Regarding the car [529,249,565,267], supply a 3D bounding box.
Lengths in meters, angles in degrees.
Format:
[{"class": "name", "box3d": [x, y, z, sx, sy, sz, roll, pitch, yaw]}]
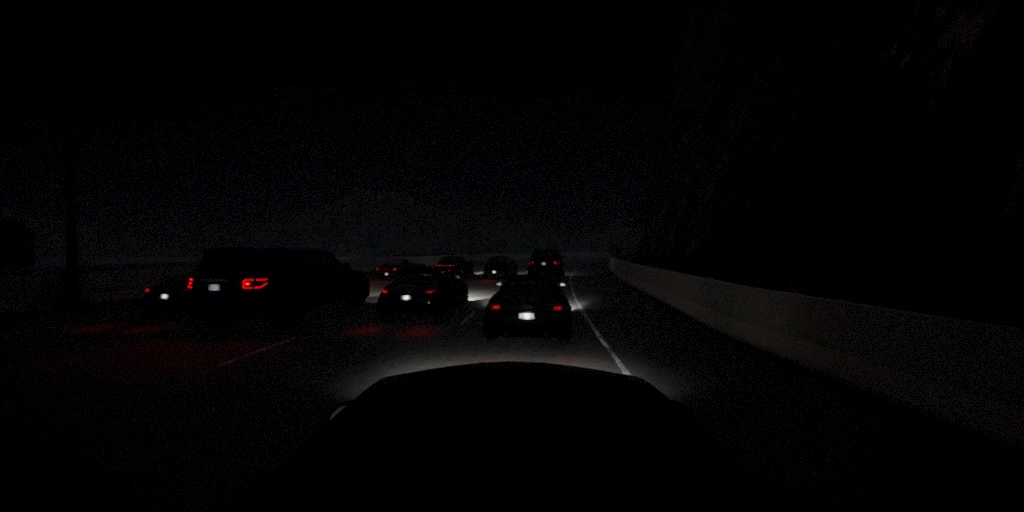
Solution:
[{"class": "car", "box3d": [2.486, 0.526, 25.252, 2.150, 2.045, 5.566, 0, 1, 10]}]

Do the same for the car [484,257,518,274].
[{"class": "car", "box3d": [-0.774, 0.779, 26.788, 1.837, 1.490, 4.892, 0, 2, 11]}]

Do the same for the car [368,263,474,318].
[{"class": "car", "box3d": [-2.784, 1.113, 12.083, 1.994, 1.385, 4.181, 0, 1, 6]}]

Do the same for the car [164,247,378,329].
[{"class": "car", "box3d": [-6.449, 0.790, 10.742, 2.150, 2.045, 5.566, 0, 0, 5]}]

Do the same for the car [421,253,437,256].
[{"class": "car", "box3d": [-12.927, 0.140, 62.211, 2.033, 1.411, 5.357, 0, 1, 20]}]

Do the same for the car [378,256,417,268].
[{"class": "car", "box3d": [-8.008, 0.881, 26.195, 1.895, 1.301, 4.718, 0, 1, 10]}]

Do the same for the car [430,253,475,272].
[{"class": "car", "box3d": [-4.253, 0.769, 27.226, 1.837, 1.490, 4.892, 0, 2, 11]}]

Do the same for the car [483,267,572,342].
[{"class": "car", "box3d": [0.473, 1.168, 9.404, 1.994, 1.385, 4.181, 0, 1, 5]}]

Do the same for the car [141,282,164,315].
[{"class": "car", "box3d": [-9.791, 1.106, 12.298, 1.994, 1.385, 4.181, 0, 1, 6]}]
